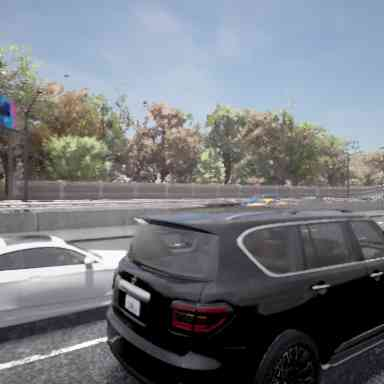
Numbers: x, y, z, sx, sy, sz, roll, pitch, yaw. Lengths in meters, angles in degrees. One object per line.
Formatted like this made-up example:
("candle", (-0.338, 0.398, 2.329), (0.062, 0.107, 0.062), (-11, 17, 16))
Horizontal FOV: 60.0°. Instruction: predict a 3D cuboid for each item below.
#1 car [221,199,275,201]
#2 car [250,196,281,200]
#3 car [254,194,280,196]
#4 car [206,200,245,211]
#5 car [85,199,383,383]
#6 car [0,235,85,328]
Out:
("car", (1.839, 1.356, 13.663), (4.553, 1.767, 2.097), (0, 0, -36))
("car", (7.849, 1.505, 35.391), (5.008, 1.535, 1.882), (0, 0, -35))
("car", (8.503, 1.257, 40.151), (5.566, 2.045, 2.150), (0, 0, -35))
("car", (4.156, 1.629, 41.356), (4.718, 1.301, 1.895), (0, 0, -35))
("car", (1.589, 1.223, 4.885), (5.566, 2.045, 2.150), (0, 0, -36))
("car", (-2.732, 1.526, 6.099), (4.674, 1.442, 1.812), (0, 0, -36))
